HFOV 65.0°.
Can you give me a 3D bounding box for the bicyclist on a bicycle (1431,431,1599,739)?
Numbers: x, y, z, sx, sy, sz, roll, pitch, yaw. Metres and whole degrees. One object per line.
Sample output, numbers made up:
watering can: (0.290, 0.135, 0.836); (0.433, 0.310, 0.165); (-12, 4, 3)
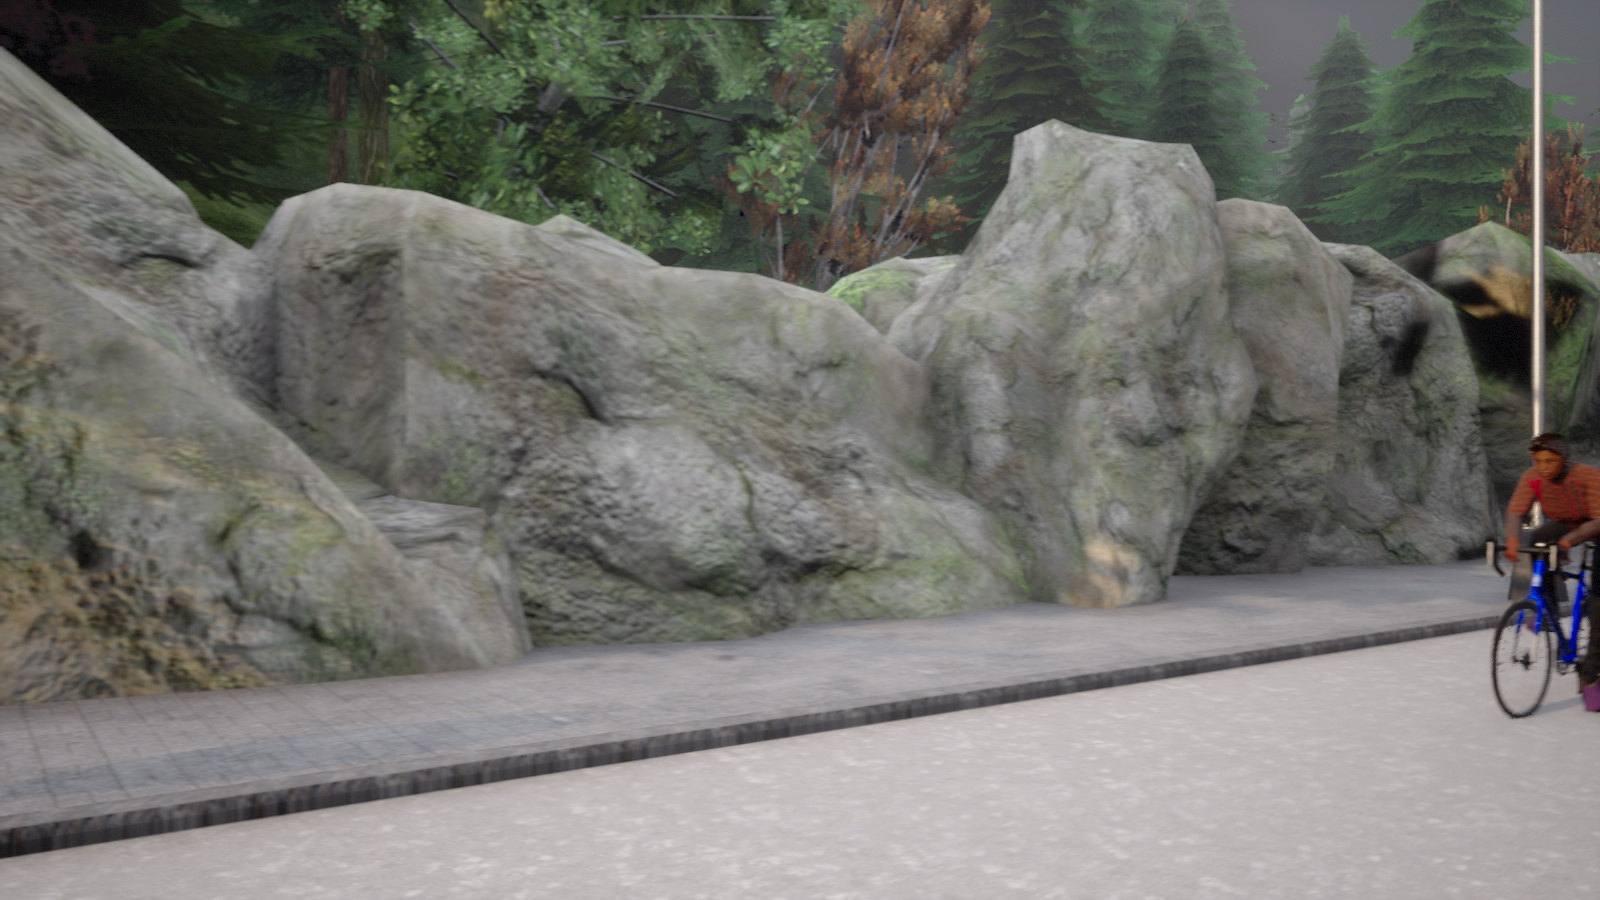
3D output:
bicyclist on a bicycle: (4.417, 0.706, 7.331); (1.656, 1.620, 0.582); (-1, 0, -35)
